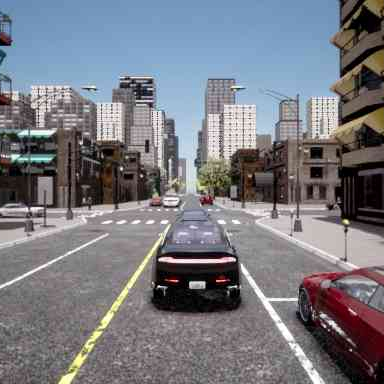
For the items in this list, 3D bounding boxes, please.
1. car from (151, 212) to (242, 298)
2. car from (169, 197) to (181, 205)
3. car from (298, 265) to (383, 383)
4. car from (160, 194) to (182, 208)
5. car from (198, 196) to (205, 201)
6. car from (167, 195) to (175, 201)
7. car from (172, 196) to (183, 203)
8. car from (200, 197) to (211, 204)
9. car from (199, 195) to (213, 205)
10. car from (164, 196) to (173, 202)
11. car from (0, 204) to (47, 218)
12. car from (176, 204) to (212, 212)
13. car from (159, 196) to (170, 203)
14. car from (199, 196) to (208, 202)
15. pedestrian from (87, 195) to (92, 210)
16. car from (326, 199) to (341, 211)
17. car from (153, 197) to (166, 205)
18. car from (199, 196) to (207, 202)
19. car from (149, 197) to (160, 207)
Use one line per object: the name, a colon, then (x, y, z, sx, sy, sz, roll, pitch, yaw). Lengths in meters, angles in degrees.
car: (0.097, 1.494, 8.515, 2.128, 1.511, 4.902, 0, 0, 0)
car: (-3.091, 1.616, 60.541, 1.994, 1.385, 4.181, 0, 0, 0)
car: (2.690, 1.583, 4.204, 1.802, 1.307, 4.206, 0, 0, 0)
car: (-3.106, 1.259, 50.490, 2.150, 2.045, 5.566, 0, 0, 0)
car: (2.653, 1.696, 92.107, 1.802, 1.307, 4.206, 0, 0, 0)
car: (-5.727, 1.639, 91.934, 1.752, 1.417, 4.829, 0, 0, 0)
car: (-3.029, 1.609, 70.873, 2.033, 1.411, 5.357, 0, 0, 0)
car: (2.665, 1.624, 64.482, 1.947, 1.339, 4.313, 0, 0, 0)
car: (2.668, 1.365, 58.956, 2.192, 1.841, 5.009, 0, 0, 0)
car: (-5.722, 1.671, 81.054, 1.802, 1.307, 4.206, 0, 0, 0)
car: (-16.577, 1.791, 31.945, 4.718, 1.301, 1.895, -1, 0, 0)
car: (0.094, 1.572, 17.413, 1.994, 1.385, 4.181, 0, 0, 0)
car: (-5.717, 1.593, 69.833, 1.752, 1.417, 4.829, 0, 0, 0)
car: (2.660, 1.644, 75.533, 1.947, 1.339, 4.313, 0, 0, 0)
pedestrian: (-12.528, 1.311, 40.686, 0.375, 1.860, 0.375, 0, 0, 0)
car: (17.473, 1.378, 37.761, 4.313, 1.339, 1.947, -1, 0, 0)
car: (-5.713, 1.616, 58.952, 1.947, 1.339, 4.313, 0, 0, 0)
car: (2.658, 1.640, 81.058, 2.008, 1.369, 4.403, 0, 0, 0)
car: (-5.799, 1.586, 53.431, 1.887, 1.381, 4.507, 0, 0, 0)
